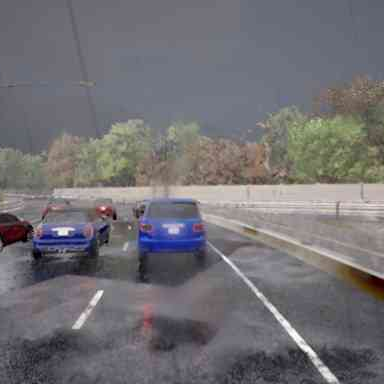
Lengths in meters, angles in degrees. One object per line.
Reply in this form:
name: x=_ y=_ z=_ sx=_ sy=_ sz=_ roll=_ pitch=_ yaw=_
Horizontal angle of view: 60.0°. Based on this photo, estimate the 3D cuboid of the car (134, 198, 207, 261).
car: x=-0.828 y=1.214 z=12.409 sx=2.150 sy=2.045 sz=5.566 roll=0 pitch=0 yaw=-6

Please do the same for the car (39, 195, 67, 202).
car: x=-11.008 y=1.362 z=27.687 sx=2.097 sy=1.767 sz=4.553 roll=0 pitch=0 yaw=-15

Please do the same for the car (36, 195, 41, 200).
car: x=-38.428 y=1.446 z=84.373 sx=4.674 sy=1.442 sz=1.812 roll=0 pitch=0 yaw=39

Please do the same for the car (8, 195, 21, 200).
car: x=-43.456 y=1.430 z=79.392 sx=4.892 sy=1.490 sz=1.837 roll=0 pitch=0 yaw=39

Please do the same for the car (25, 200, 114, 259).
car: x=-4.462 y=1.354 z=12.946 sx=2.097 sy=1.767 sz=4.553 roll=0 pitch=0 yaw=-7

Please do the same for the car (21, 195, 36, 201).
car: x=-41.157 y=1.471 z=82.033 sx=4.181 sy=1.385 sz=1.994 roll=0 pitch=0 yaw=39

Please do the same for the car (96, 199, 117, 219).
car: x=-7.578 y=1.349 z=28.379 sx=2.097 sy=1.767 sz=4.553 roll=0 pitch=0 yaw=-15

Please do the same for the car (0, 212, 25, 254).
car: x=-8.002 y=1.492 z=13.197 sx=1.882 sy=1.535 sz=5.008 roll=0 pitch=0 yaw=-8

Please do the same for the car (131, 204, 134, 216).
car: x=-4.232 y=1.493 z=29.446 sx=1.837 sy=1.490 sz=4.892 roll=0 pitch=0 yaw=-15
